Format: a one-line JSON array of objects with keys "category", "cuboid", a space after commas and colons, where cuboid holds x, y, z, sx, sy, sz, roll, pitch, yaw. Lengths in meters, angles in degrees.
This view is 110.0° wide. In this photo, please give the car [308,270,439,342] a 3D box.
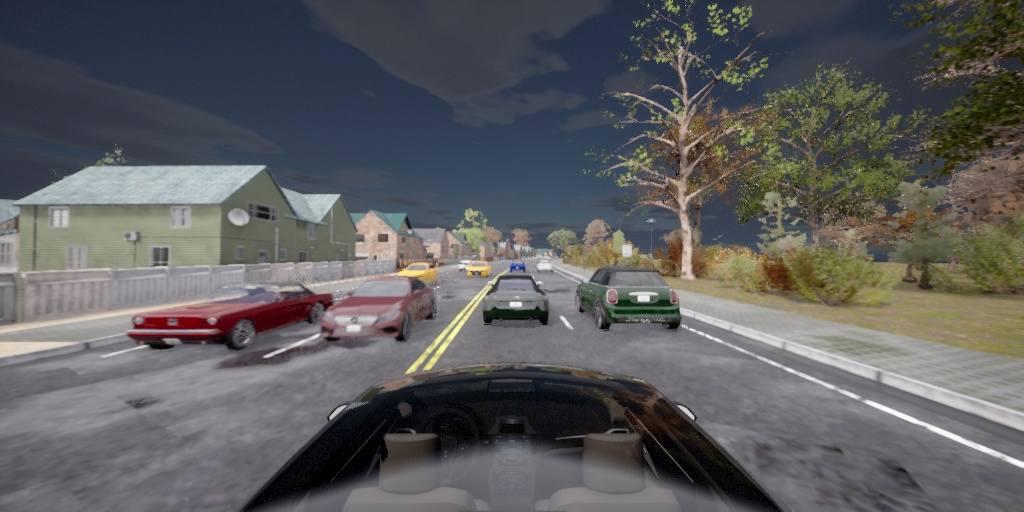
[{"category": "car", "cuboid": [-3.335, 1.278, 9.900, 1.812, 1.442, 4.674, 0, 0, 0]}]

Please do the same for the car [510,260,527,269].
[{"category": "car", "cuboid": [0.770, 1.220, 44.006, 1.882, 1.535, 5.008, 0, 0, 3]}]

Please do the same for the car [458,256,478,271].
[{"category": "car", "cuboid": [-5.643, 0.952, 47.939, 2.150, 2.045, 5.566, 0, 0, 3]}]

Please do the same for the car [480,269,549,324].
[{"category": "car", "cuboid": [0.118, 1.316, 11.992, 1.994, 1.385, 4.181, 0, 0, 0]}]

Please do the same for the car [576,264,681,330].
[{"category": "car", "cuboid": [3.365, 1.104, 11.254, 2.097, 1.767, 4.553, 0, 0, 0]}]

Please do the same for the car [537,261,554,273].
[{"category": "car", "cuboid": [4.011, 1.265, 43.729, 1.812, 1.442, 4.674, 0, 0, 3]}]

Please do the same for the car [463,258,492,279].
[{"category": "car", "cuboid": [-2.977, 1.228, 33.326, 1.882, 1.535, 5.008, 0, 0, 2]}]

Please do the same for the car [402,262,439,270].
[{"category": "car", "cuboid": [-6.426, 1.231, 25.085, 1.882, 1.535, 5.008, 0, 0, 1]}]

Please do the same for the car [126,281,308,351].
[{"category": "car", "cuboid": [-6.589, 1.353, 9.169, 1.895, 1.301, 4.718, 0, 0, 0]}]
